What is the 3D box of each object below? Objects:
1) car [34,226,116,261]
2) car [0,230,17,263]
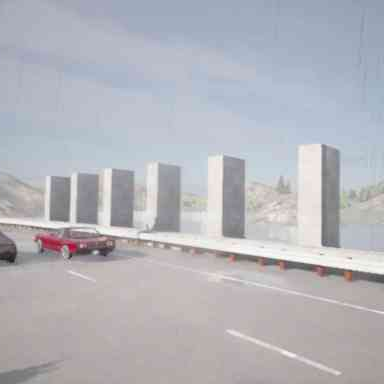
[{"bbox_3d":[-5.500,2.224,15.198,1.895,1.301,4.718,4,-4,-45],"label":"car"},{"bbox_3d":[-8.633,2.046,13.386,1.994,1.385,4.181,4,-4,-45],"label":"car"}]
